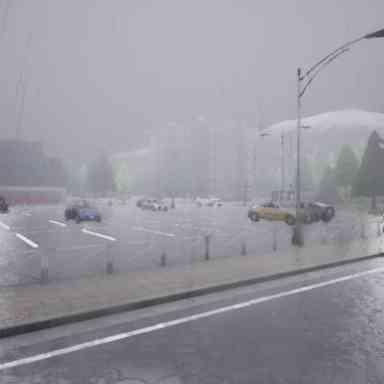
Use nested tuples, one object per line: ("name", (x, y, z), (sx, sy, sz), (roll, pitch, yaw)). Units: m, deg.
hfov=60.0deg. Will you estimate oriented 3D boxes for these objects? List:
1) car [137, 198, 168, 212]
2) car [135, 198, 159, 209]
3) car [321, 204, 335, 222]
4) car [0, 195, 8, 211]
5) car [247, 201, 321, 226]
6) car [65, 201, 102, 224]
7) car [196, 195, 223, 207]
("car", (-4.449, 1.565, 39.525), (1.970, 1.475, 3.806), (1, 0, -36))
("car", (-6.380, 1.582, 47.285), (1.845, 1.501, 3.633), (1, 0, -36))
("car", (8.878, 1.549, 26.191), (2.007, 1.523, 4.514), (1, 0, -36))
("car", (-21.520, 1.132, 36.512), (1.932, 1.855, 4.605), (1, 0, -36))
("car", (6.366, 1.510, 24.311), (2.152, 1.636, 5.027), (1, 0, -36))
("car", (-7.729, 1.388, 23.592), (1.845, 1.501, 3.633), (1, 0, -36))
("car", (2.997, 1.544, 58.080), (2.150, 2.045, 5.566), (1, -1, -36))
